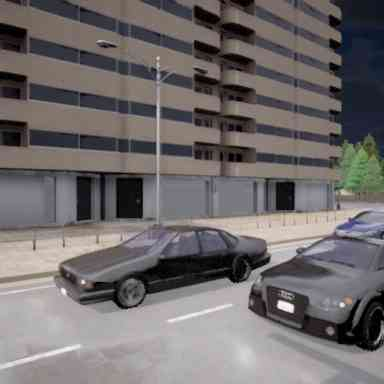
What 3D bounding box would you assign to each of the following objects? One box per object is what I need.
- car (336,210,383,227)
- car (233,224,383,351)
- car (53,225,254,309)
[{"bbox_3d":[7.894,1.514,14.201,4.674,1.442,1.812,0,0,-37],"label":"car"},{"bbox_3d":[3.027,1.560,6.242,4.181,1.385,1.994,0,0,-36],"label":"car"},{"bbox_3d":[-0.373,1.544,8.085,5.357,1.411,2.033,0,0,-37],"label":"car"}]
